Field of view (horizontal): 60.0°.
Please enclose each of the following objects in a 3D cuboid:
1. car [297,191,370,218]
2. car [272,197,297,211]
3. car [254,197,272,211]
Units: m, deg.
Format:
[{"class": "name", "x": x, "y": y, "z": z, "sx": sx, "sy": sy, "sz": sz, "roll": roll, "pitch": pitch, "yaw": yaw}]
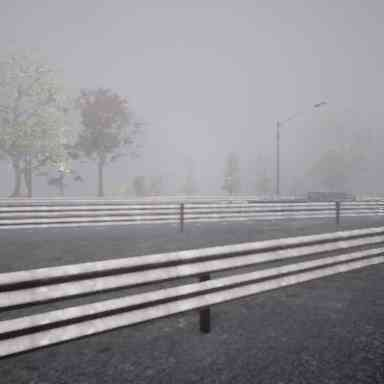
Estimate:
[{"class": "car", "x": 11.512, "y": 0.936, "z": 26.522, "sx": 5.566, "sy": 2.045, "sz": 2.150, "roll": 0, "pitch": 0, "yaw": -23}, {"class": "car", "x": 9.921, "y": 1.221, "z": 29.633, "sx": 4.892, "sy": 1.490, "sz": 1.837, "roll": 0, "pitch": 0, "yaw": -23}, {"class": "car", "x": 8.348, "y": 1.211, "z": 32.771, "sx": 4.902, "sy": 1.511, "sz": 2.128, "roll": 0, "pitch": 0, "yaw": -23}]
